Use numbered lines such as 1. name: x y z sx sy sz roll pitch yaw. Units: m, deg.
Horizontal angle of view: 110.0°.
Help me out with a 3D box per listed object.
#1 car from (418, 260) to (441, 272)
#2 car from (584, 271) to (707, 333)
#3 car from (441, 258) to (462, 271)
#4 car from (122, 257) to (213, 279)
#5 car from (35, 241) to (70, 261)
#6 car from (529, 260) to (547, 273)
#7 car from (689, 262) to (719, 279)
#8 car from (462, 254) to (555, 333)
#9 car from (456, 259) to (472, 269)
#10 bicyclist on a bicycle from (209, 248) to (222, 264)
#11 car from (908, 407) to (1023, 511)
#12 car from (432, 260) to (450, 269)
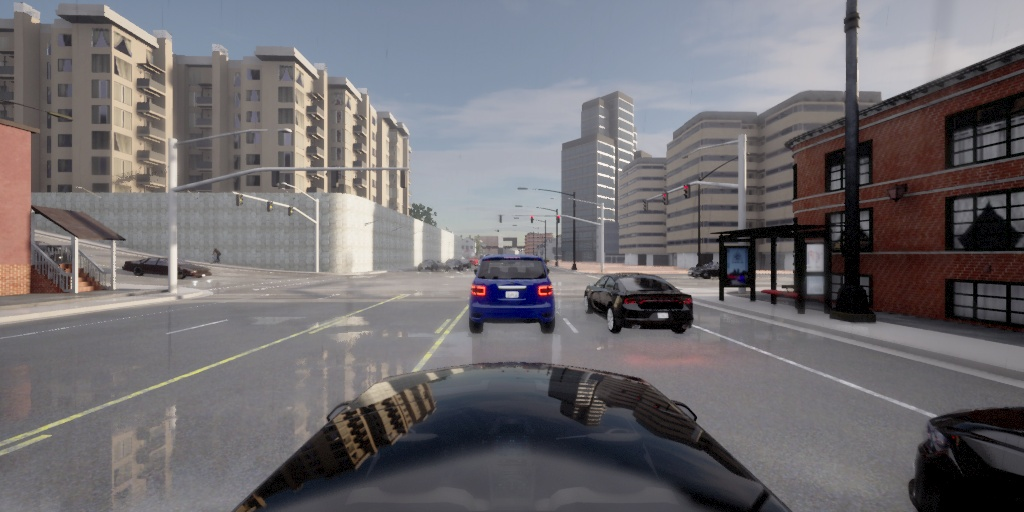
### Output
1. car: -11.017 1.241 47.227 2.128 1.511 4.902 0 0 0
2. car: 3.494 1.228 10.798 1.882 1.535 5.008 0 0 0
3. car: -7.520 1.241 47.329 2.128 1.511 4.902 0 0 0
4. car: -25.632 0.837 26.738 5.357 1.411 2.033 5 0 -1
5. car: -35.482 -0.392 26.615 4.181 1.385 1.994 10 0 -1
6. car: 3.095 1.275 43.594 1.812 1.442 4.674 0 0 0
7. car: 17.839 1.240 30.990 4.902 1.511 2.128 0 0 -1
8. car: -0.007 0.971 10.858 2.150 2.045 5.566 0 0 0
9. car: -7.602 1.228 56.760 1.882 1.535 5.008 0 0 0
10. bicyclist on a bicycle: -31.073 0.029 37.679 0.582 1.620 1.656 6 0 0
11. car: 3.608 1.240 0.350 2.128 1.511 4.902 0 0 0
12. car: -11.104 1.351 56.491 1.895 1.301 4.718 0 0 0
